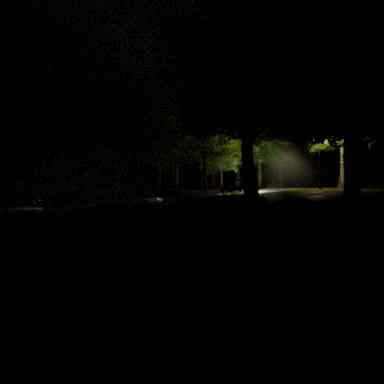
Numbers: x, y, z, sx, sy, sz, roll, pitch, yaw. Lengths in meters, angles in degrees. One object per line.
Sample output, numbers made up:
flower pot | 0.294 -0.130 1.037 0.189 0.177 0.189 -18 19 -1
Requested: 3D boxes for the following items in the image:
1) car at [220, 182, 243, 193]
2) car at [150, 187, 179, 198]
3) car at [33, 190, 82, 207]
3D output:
car | 7.298 -0.838 60.676 2.150 2.045 5.566 -1 2 38
car | -3.759 0.031 46.481 1.812 1.442 4.674 -1 2 38
car | -13.562 0.635 33.769 1.837 1.490 4.892 -1 2 38
